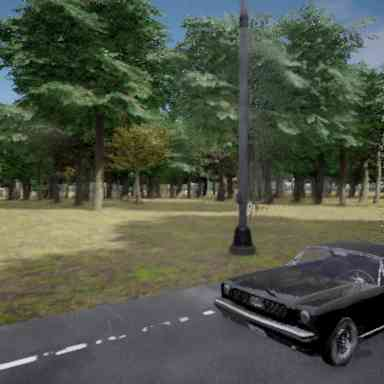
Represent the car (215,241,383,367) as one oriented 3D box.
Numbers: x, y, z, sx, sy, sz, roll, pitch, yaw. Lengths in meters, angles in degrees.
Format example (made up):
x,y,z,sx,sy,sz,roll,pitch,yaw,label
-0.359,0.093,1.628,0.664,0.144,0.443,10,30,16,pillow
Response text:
x,y,z,sx,sy,sz,roll,pitch,yaw,label
2.712,1.632,5.924,4.718,1.301,1.895,0,0,-35,car
